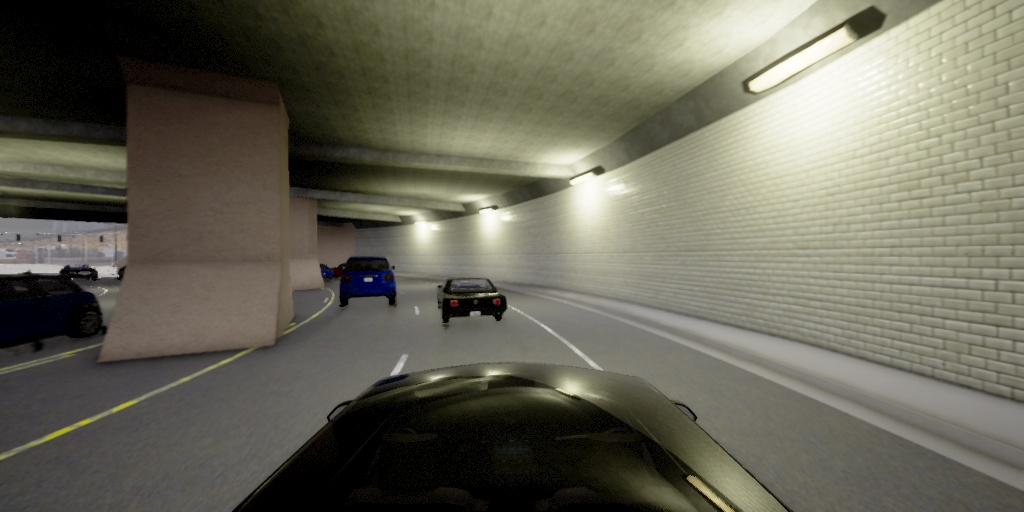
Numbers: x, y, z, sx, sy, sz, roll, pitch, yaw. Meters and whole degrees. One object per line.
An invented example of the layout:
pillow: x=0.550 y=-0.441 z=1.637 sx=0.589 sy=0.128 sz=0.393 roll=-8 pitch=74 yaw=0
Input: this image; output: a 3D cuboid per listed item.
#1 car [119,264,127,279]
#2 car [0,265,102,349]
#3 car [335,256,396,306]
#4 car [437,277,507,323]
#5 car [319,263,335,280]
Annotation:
car: x=-38.149 y=1.540 z=36.474 sx=4.902 sy=1.511 sz=2.128 roll=0 pitch=0 yaw=31
car: x=-11.348 y=1.190 z=7.283 sx=2.097 sy=1.767 sz=4.553 roll=-1 pitch=0 yaw=-13
car: x=-6.542 y=1.024 z=16.366 sx=2.150 sy=2.045 sz=5.566 roll=0 pitch=0 yaw=-22
car: x=-1.583 y=1.365 z=12.353 sx=1.895 sy=1.301 sz=4.718 roll=0 pitch=0 yaw=-14
car: x=-17.557 y=1.368 z=31.624 sx=5.008 sy=1.535 sz=1.882 roll=0 pitch=0 yaw=42
